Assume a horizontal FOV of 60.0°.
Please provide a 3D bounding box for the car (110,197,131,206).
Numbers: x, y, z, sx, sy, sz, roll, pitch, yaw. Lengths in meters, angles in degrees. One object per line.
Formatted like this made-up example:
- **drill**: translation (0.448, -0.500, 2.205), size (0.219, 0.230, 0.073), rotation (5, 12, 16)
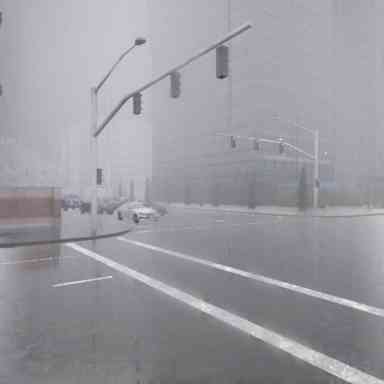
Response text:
- **car**: translation (-11.822, 1.526, 54.781), size (1.812, 1.442, 4.674), rotation (0, 0, -36)

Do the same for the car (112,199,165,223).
- **car**: translation (-4.294, 1.526, 25.887), size (1.812, 1.442, 4.674), rotation (0, 0, -36)

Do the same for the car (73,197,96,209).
- **car**: translation (-15.406, 1.526, 47.447), size (1.812, 1.442, 4.674), rotation (0, 0, -35)

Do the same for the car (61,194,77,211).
- **car**: translation (-15.112, 1.221, 41.003), size (2.150, 2.045, 5.566), rotation (0, 0, -36)

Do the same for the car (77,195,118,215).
- **car**: translation (-9.518, 1.352, 33.187), size (2.097, 1.767, 4.553), rotation (0, 0, -36)

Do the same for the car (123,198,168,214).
- **car**: translation (-4.402, 1.547, 32.049), size (2.033, 1.411, 5.357), rotation (0, 0, -36)

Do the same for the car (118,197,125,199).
- **car**: translation (-9.779, 1.352, 39.563), size (2.097, 1.767, 4.553), rotation (0, 0, -36)

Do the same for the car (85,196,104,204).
- **car**: translation (-19.014, 1.492, 64.832), size (2.128, 1.511, 4.902), rotation (0, 0, -36)
